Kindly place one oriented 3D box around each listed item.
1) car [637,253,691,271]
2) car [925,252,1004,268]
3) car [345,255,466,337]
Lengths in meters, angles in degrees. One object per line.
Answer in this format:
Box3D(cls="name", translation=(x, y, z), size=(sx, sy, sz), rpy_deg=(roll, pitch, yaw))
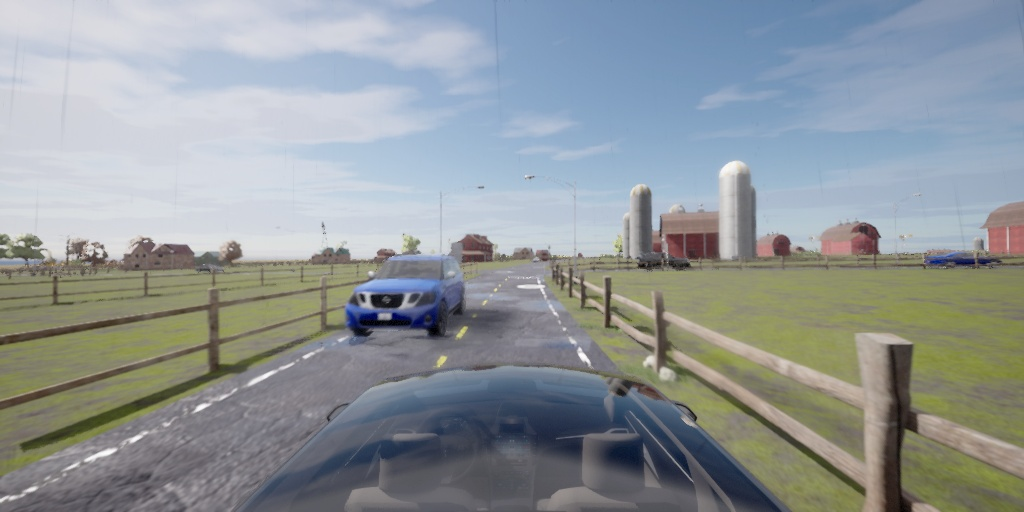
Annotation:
Box3D(cls="car", translation=(17.138, 0.626, 40.699), size=(5.566, 2.045, 2.150), rpy_deg=(-1, -1, 15))
Box3D(cls="car", translation=(42.438, 0.373, 33.761), size=(5.008, 1.535, 1.882), rpy_deg=(-1, -1, 16))
Box3D(cls="car", translation=(-2.733, 0.977, 10.631), size=(2.150, 2.045, 5.566), rpy_deg=(0, 0, 1))
